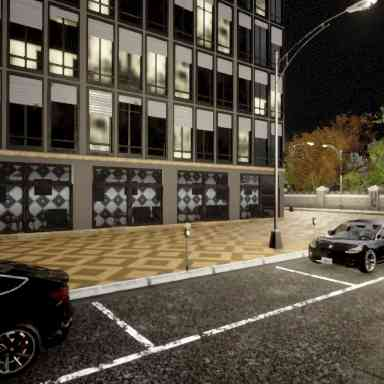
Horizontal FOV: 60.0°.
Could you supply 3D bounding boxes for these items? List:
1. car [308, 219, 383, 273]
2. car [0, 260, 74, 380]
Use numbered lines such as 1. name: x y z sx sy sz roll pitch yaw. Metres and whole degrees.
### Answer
1. car: 5.569 1.562 10.632 4.313 1.339 1.947 0 0 -36
2. car: -3.661 1.566 3.947 4.313 1.339 1.947 0 0 -36
